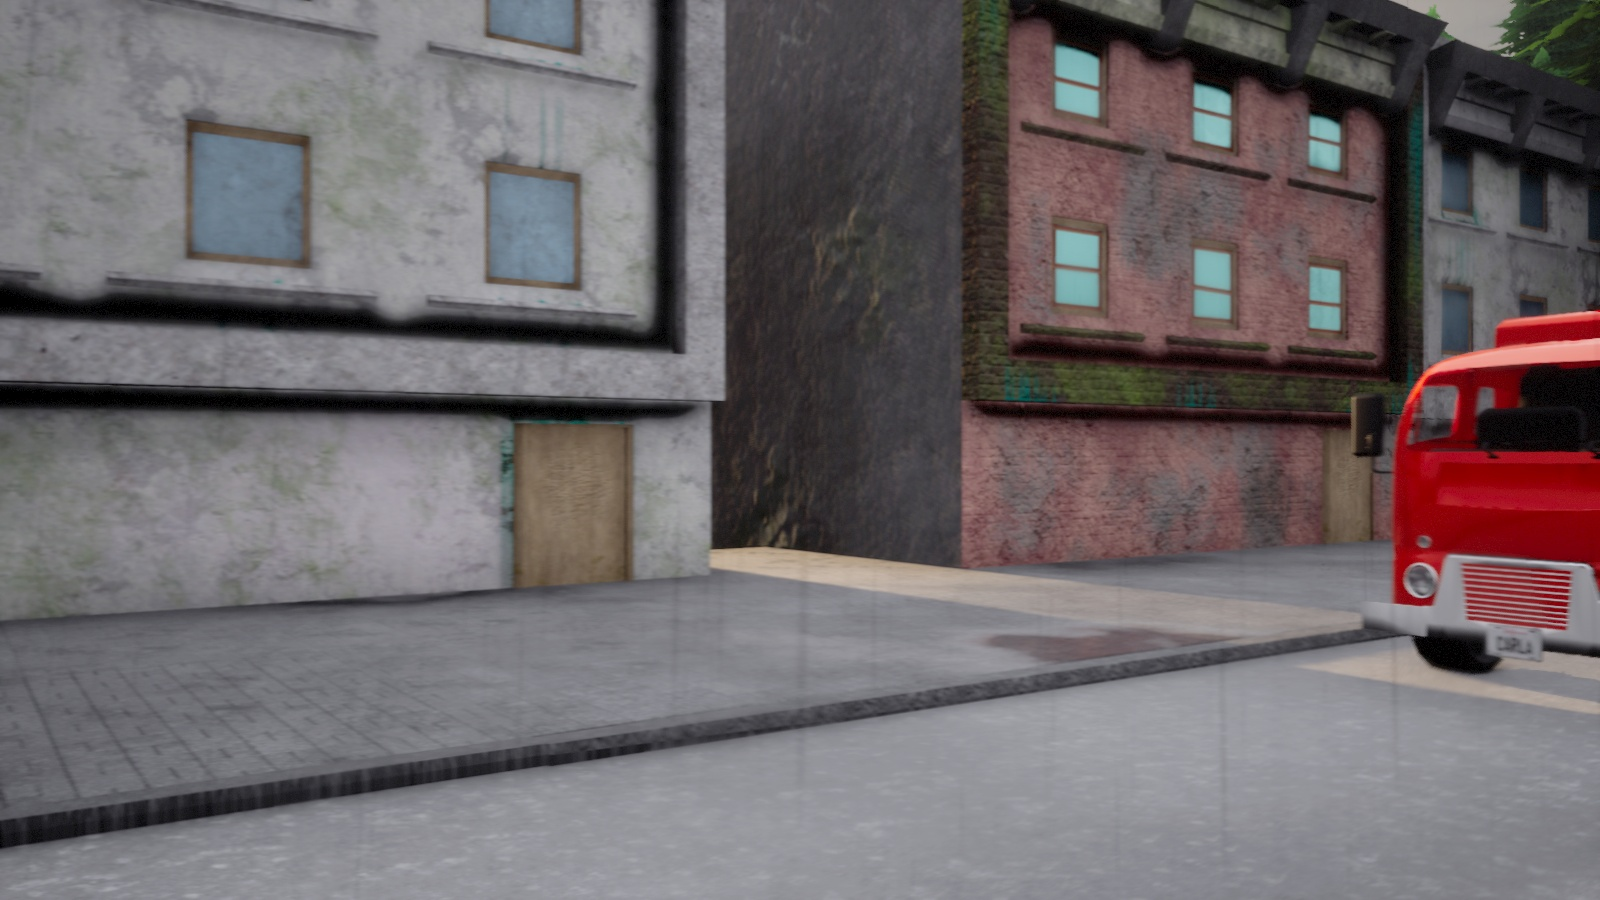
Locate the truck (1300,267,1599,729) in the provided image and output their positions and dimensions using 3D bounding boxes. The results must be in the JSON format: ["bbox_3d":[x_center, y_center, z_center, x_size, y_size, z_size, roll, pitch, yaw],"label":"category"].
[{"bbox_3d":[6.155,0.254,8.582,5.204,2.467,2.627,0,0,-34],"label":"truck"}]
